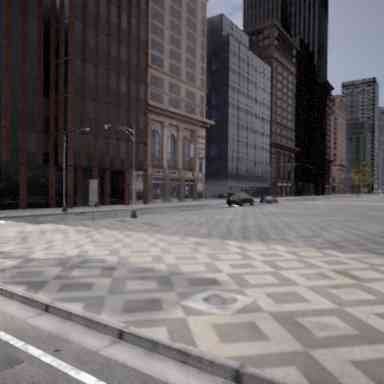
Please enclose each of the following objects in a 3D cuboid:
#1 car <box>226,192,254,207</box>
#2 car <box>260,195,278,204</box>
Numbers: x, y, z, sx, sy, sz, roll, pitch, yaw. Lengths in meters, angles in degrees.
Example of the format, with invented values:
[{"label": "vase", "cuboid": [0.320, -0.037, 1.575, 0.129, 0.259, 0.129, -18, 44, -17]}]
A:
[{"label": "car", "cuboid": [7.024, 1.060, 48.330, 2.150, 2.045, 5.566, 1, 1, 36]}, {"label": "car", "cuboid": [13.144, 1.317, 57.068, 1.812, 1.442, 4.674, 1, 1, 35]}]
